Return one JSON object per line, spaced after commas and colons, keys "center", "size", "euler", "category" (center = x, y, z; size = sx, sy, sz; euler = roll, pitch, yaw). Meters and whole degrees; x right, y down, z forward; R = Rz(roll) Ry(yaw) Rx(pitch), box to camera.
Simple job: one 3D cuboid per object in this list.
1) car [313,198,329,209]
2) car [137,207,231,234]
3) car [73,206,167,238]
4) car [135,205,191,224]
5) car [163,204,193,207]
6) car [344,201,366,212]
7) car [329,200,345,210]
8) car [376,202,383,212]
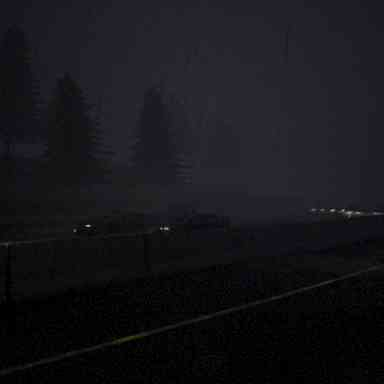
{"center": [23.802, 2.064, 61.018], "size": [2.150, 2.045, 5.566], "euler": [0, -1, 32], "category": "car"}
{"center": [-0.049, 1.723, 17.327], "size": [4.902, 1.511, 2.128], "euler": [1, -1, -40], "category": "car"}
{"center": [-4.070, 1.735, 18.578], "size": [4.902, 1.511, 2.128], "euler": [1, -1, -38], "category": "car"}
{"center": [-2.459, 1.910, 29.041], "size": [4.674, 1.442, 1.812], "euler": [1, -1, -42], "category": "car"}
{"center": [-1.590, 1.686, 25.174], "size": [4.553, 1.767, 2.097], "euler": [1, -1, -42], "category": "car"}
{"center": [24.080, 2.241, 48.576], "size": [1.994, 1.385, 4.181], "euler": [0, -1, 35], "category": "car"}
{"center": [25.264, 2.138, 56.693], "size": [2.097, 1.767, 4.553], "euler": [0, -1, 32], "category": "car"}
{"center": [28.037, 2.202, 48.117], "size": [1.812, 1.442, 4.674], "euler": [0, -1, 35], "category": "car"}
